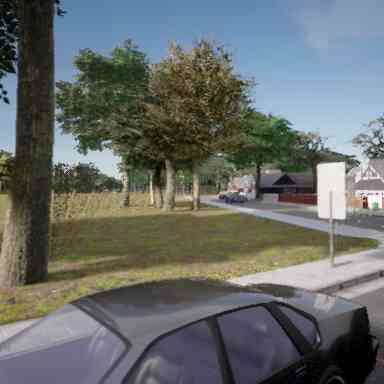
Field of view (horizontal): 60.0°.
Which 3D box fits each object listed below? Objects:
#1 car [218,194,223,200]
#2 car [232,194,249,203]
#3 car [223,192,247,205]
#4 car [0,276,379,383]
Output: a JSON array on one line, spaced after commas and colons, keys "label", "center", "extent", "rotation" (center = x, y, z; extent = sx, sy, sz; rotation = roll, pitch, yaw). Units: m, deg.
[{"label": "car", "center": [7.559, 1.149, 79.815], "extent": [1.837, 1.490, 4.892], "rotation": [-1, 1, -7]}, {"label": "car", "center": [9.369, 1.231, 65.048], "extent": [2.128, 1.511, 4.902], "rotation": [-1, 0, -6]}, {"label": "car", "center": [7.372, 1.051, 57.471], "extent": [2.150, 2.045, 5.566], "rotation": [-1, 0, -6]}, {"label": "car", "center": [-0.336, 1.579, 2.809], "extent": [5.357, 1.411, 2.033], "rotation": [0, -1, -40]}]
